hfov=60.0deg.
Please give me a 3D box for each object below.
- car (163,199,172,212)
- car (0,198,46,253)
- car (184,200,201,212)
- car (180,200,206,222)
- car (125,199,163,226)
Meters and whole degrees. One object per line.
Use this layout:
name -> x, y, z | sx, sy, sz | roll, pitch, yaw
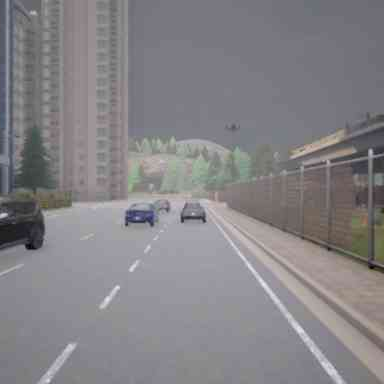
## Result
car -> -3.444, 1.554, 38.816 | 2.033, 1.411, 5.357 | 0, 0, 0
car -> -7.027, 1.227, 11.324 | 2.150, 2.045, 5.566 | 0, 0, 0
car -> 0.064, 1.607, 39.864 | 1.895, 1.301, 4.718 | 0, 0, 0
car -> 0.090, 1.569, 26.419 | 1.994, 1.385, 4.181 | 0, 0, 0
car -> -3.407, 1.482, 23.298 | 1.882, 1.535, 5.008 | 0, 0, 0
